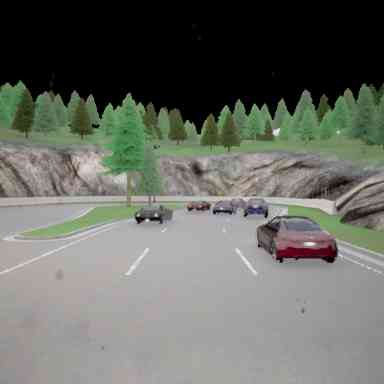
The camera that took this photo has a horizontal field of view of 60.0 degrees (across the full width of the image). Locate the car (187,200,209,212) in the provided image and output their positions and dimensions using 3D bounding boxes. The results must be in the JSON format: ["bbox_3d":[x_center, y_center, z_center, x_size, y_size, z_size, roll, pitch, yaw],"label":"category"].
[{"bbox_3d":[0.943,1.601,38.566,1.895,1.301,4.718,0,0,16],"label":"car"}]

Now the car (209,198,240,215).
[{"bbox_3d":[3.414,1.564,34.360,1.994,1.385,4.181,0,0,15],"label":"car"}]

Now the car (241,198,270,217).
[{"bbox_3d":[6.184,1.352,31.372,2.097,1.767,4.553,0,0,15],"label":"car"}]

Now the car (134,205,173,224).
[{"bbox_3d":[-2.675,1.600,24.628,1.895,1.301,4.718,0,0,8],"label":"car"}]

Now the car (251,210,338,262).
[{"bbox_3d":[3.625,1.564,12.174,1.994,1.385,4.181,0,0,1],"label":"car"}]
